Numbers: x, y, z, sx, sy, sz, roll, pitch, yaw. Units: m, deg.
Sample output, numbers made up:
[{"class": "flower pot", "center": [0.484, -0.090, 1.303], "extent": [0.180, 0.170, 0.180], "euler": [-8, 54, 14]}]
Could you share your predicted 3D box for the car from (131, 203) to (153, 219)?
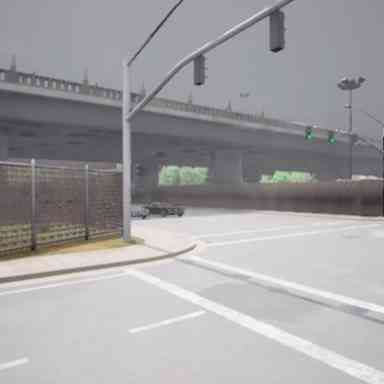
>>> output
[{"class": "car", "center": [-5.463, 1.601, 27.927], "extent": [1.895, 1.301, 4.718], "euler": [0, 0, -36]}]

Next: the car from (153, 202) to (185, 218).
[{"class": "car", "center": [-2.608, 1.584, 29.953], "extent": [1.895, 1.301, 4.718], "euler": [0, 0, -36]}]
